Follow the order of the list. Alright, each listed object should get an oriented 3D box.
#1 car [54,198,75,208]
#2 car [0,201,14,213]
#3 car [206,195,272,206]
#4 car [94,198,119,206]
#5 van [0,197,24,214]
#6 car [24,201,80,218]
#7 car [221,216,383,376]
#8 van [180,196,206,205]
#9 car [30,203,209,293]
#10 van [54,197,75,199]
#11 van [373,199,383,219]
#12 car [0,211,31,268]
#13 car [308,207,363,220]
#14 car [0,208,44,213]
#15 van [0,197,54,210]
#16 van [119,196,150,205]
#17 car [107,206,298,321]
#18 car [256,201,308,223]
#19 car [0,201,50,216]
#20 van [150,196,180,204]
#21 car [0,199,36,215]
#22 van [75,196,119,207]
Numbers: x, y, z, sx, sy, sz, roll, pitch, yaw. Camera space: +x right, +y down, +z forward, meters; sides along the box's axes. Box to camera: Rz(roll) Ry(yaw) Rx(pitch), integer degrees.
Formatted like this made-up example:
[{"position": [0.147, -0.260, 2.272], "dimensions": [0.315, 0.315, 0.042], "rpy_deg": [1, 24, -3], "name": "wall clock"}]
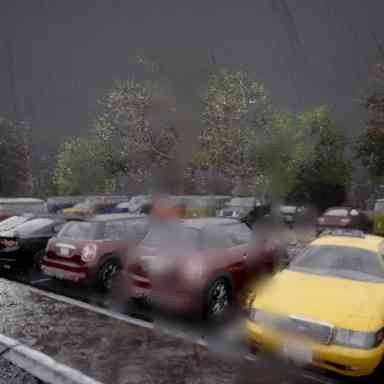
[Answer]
[{"position": [-9.935, 1.619, 31.003], "dimensions": [1.946, 1.575, 5.366], "rpy_deg": [-1, -1, 35], "name": "car"}, {"position": [-25.667, 1.939, 42.341], "dimensions": [2.231, 1.521, 4.892], "rpy_deg": [-1, -1, 35], "name": "car"}, {"position": [3.607, 1.251, 21.621], "dimensions": [2.435, 2.045, 5.566], "rpy_deg": [0, 0, 35], "name": "car"}, {"position": [-5.304, 1.531, 27.961], "dimensions": [2.097, 1.535, 5.008], "rpy_deg": [-1, -1, 35], "name": "car"}, {"position": [-23.337, 1.667, 40.844], "dimensions": [1.878, 1.987, 4.442], "rpy_deg": [-1, -1, 35], "name": "van"}, {"position": [-14.357, 1.713, 34.347], "dimensions": [2.231, 1.521, 4.892], "rpy_deg": [-1, -1, 35], "name": "car"}, {"position": [2.762, 1.498, 6.009], "dimensions": [1.946, 1.575, 5.366], "rpy_deg": [0, 0, 35], "name": "car"}, {"position": [1.429, 1.277, 23.339], "dimensions": [1.878, 1.987, 4.442], "rpy_deg": [0, 0, 35], "name": "van"}, {"position": [-1.683, 1.377, 9.340], "dimensions": [2.185, 1.767, 4.553], "rpy_deg": [0, 0, 35], "name": "car"}, {"position": [-12.027, 1.441, 32.851], "dimensions": [1.878, 1.987, 4.442], "rpy_deg": [-1, -1, 35], "name": "van"}, {"position": [10.477, 1.274, 16.943], "dimensions": [1.878, 1.987, 4.442], "rpy_deg": [0, 0, 35], "name": "van"}, {"position": [-3.935, 1.503, 10.963], "dimensions": [2.097, 1.535, 5.008], "rpy_deg": [0, 0, 35], "name": "car"}, {"position": [8.249, 1.541, 18.372], "dimensions": [2.002, 1.452, 4.674], "rpy_deg": [0, 0, 35], "name": "car"}, {"position": [-6.198, 1.544, 12.572], "dimensions": [2.002, 1.452, 4.674], "rpy_deg": [0, 0, 35], "name": "car"}, {"position": [-8.534, 1.279, 14.078], "dimensions": [1.878, 1.987, 4.442], "rpy_deg": [0, 0, 35], "name": "van"}, {"position": [-3.237, 1.278, 26.351], "dimensions": [1.878, 1.987, 4.442], "rpy_deg": [-1, 0, 35], "name": "van"}, {"position": [0.584, 1.376, 7.737], "dimensions": [2.185, 1.767, 4.553], "rpy_deg": [0, 0, 35], "name": "car"}, {"position": [5.984, 1.501, 19.969], "dimensions": [2.097, 1.535, 5.008], "rpy_deg": [0, 0, 35], "name": "car"}, {"position": [-18.983, 1.804, 37.617], "dimensions": [2.097, 1.535, 5.008], "rpy_deg": [-1, -1, 35], "name": "car"}, {"position": [-0.731, 1.277, 24.866], "dimensions": [1.878, 1.987, 4.442], "rpy_deg": [0, 0, 35], "name": "van"}, {"position": [-21.159, 1.722, 39.124], "dimensions": [2.185, 1.767, 4.553], "rpy_deg": [-1, -1, 35], "name": "car"}, {"position": [-7.639, 1.351, 29.462], "dimensions": [1.878, 1.987, 4.442], "rpy_deg": [-1, -1, 35], "name": "van"}]
